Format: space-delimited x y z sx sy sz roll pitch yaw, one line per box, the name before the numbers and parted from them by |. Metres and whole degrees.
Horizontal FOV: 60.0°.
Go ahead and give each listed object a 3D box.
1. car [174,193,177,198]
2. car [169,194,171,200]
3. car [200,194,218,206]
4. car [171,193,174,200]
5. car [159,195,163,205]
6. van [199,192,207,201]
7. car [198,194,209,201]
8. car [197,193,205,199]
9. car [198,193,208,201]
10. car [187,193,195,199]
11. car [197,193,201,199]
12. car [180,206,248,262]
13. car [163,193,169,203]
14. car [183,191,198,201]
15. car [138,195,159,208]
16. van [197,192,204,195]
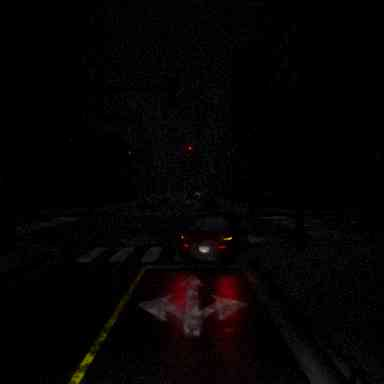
car | -5.631 1.146 86.367 2.008 1.369 4.403 0 0 0
car | -5.658 1.225 64.324 2.008 1.369 4.403 0 0 0
car | 2.340 1.337 42.271 1.947 1.339 4.313 0 0 0
car | -5.645 1.073 75.345 1.967 1.590 4.097 0 0 0
car | -5.679 1.186 47.792 1.967 1.590 4.097 0 0 0
van | 2.380 0.974 75.335 1.690 1.788 3.998 0 0 0
car | 2.373 1.204 69.826 2.008 1.369 4.403 0 0 0
car | 2.401 1.016 91.868 1.967 1.590 4.097 0 0 0
car | 2.353 1.302 53.294 1.802 1.307 4.206 0 0 0
car | -0.251 0.973 79.806 1.812 1.442 4.674 0 0 0
car | 2.360 1.263 58.804 1.947 1.339 4.313 0 0 0
car | 0.885 1.445 11.791 1.812 1.442 4.674 0 1 14
car | -5.665 1.279 58.814 1.802 1.307 4.206 0 0 0
car | -0.264 0.872 69.450 2.150 2.045 5.566 0 0 0
car | -5.685 1.211 42.281 1.967 1.590 4.097 0 0 0
van | 2.367 1.015 64.314 1.690 1.788 3.998 0 0 0
